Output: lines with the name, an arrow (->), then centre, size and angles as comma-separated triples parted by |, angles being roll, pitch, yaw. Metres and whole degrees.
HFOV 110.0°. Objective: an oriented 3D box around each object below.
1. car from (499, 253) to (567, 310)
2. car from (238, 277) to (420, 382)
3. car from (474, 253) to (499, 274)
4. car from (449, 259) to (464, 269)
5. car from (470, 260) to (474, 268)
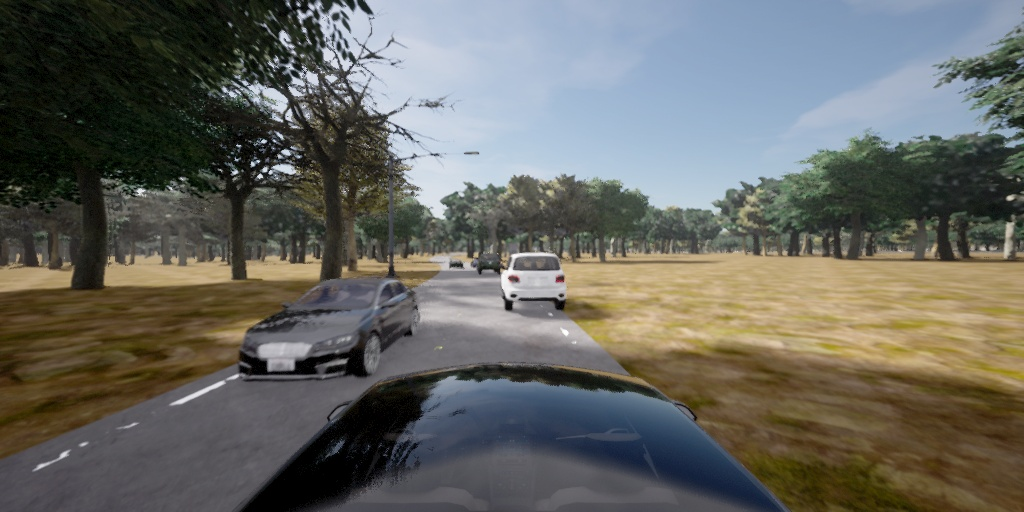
car -> 0.708, 0.902, 14.387 | 2.150, 2.045, 5.566 | 0, 0, -3
car -> -3.235, 1.219, 7.368 | 2.128, 1.511, 4.902 | 0, 0, -2
car -> -2.414, 0.750, 36.727 | 2.150, 2.045, 5.566 | 0, 0, -8
car -> -7.459, 1.046, 47.951 | 1.895, 1.301, 4.718 | 0, 1, -10
car -> -4.723, 0.971, 50.542 | 1.994, 1.385, 4.181 | 0, 1, -12
